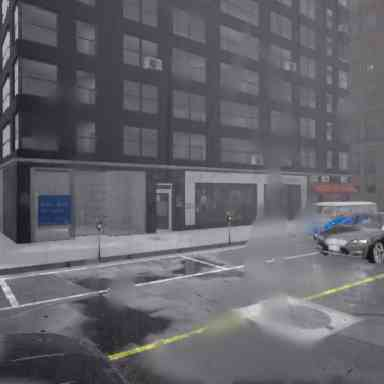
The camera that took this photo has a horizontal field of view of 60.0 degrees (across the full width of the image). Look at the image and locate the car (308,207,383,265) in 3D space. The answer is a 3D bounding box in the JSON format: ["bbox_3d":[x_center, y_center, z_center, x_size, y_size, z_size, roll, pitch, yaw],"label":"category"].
[{"bbox_3d":[6.449,1.492,11.841,4.902,1.511,2.128,0,0,-35],"label":"car"}]

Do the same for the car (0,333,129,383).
[{"bbox_3d":[-2.593,1.507,1.461,4.892,1.490,1.837,-1,0,-35],"label":"car"}]

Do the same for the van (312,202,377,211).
[{"bbox_3d":[7.074,1.342,15.444,3.998,1.788,1.690,0,0,-36],"label":"van"}]
